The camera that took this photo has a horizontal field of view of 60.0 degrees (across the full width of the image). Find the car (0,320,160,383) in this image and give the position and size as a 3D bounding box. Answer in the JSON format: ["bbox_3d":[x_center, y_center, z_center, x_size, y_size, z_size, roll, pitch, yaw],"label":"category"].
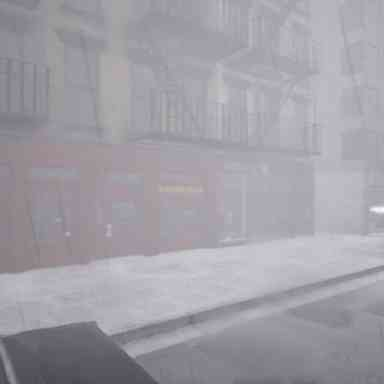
[{"bbox_3d":[-2.451,1.597,1.631,4.718,1.301,1.895,0,0,-35],"label":"car"}]
